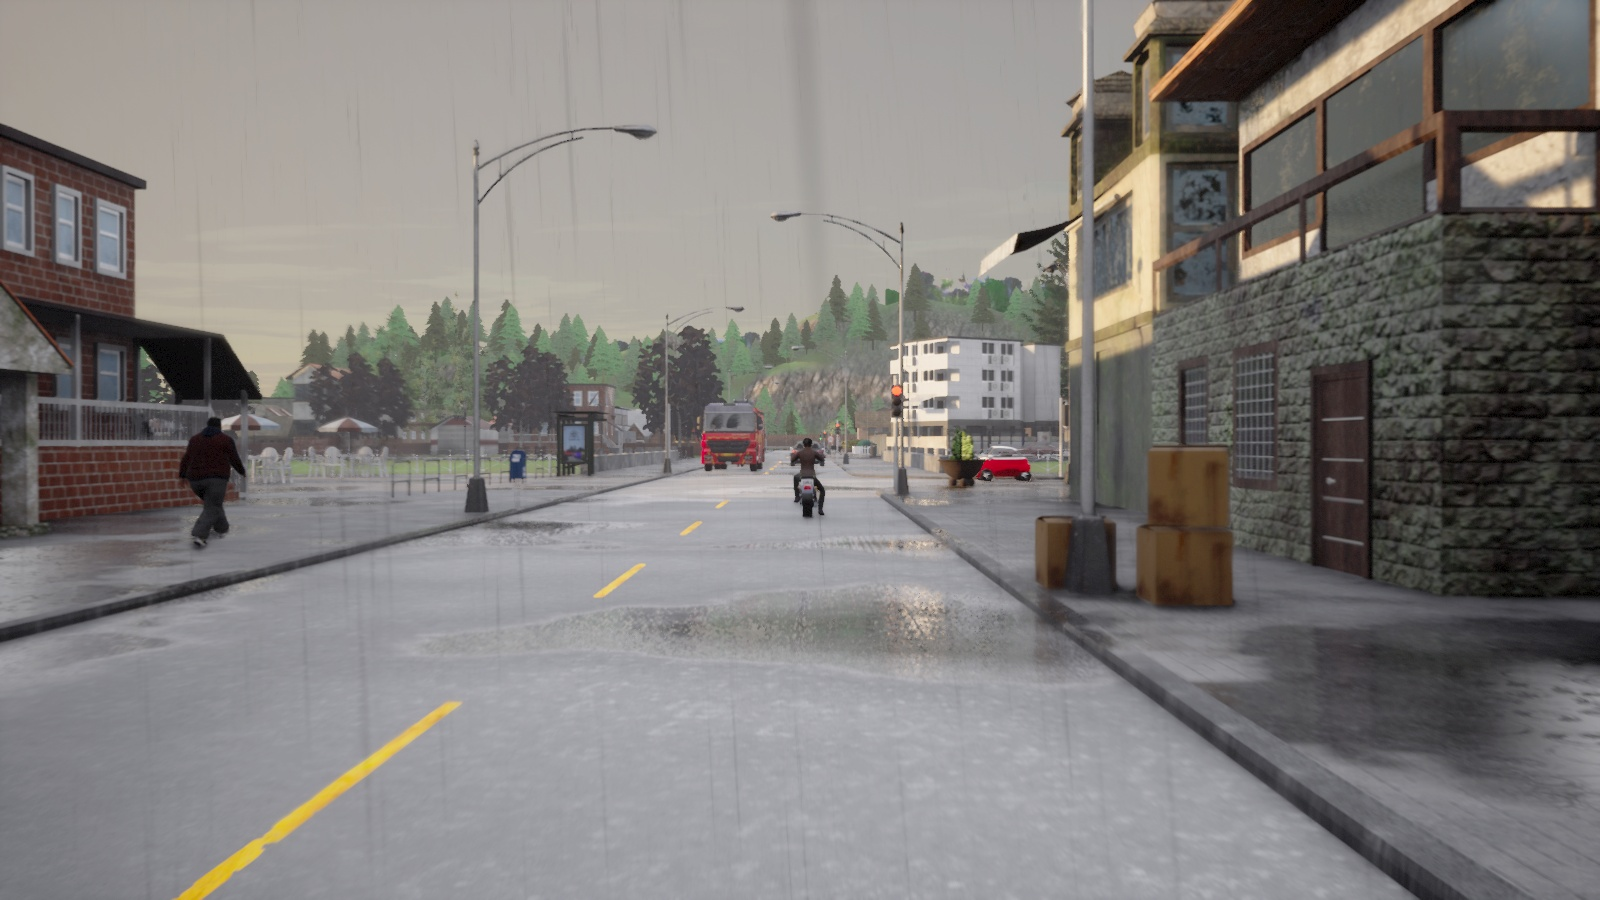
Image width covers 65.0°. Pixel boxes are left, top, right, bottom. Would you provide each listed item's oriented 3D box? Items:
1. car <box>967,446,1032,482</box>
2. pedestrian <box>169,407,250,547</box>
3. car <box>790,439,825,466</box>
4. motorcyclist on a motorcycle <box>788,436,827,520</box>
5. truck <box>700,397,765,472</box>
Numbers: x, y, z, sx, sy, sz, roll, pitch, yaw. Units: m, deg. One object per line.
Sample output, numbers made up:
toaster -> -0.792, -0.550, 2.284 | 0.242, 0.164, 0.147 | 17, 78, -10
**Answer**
car -> 7.684, 0.534, 48.500 | 2.207, 1.376, 1.481 | 0, 0, -2
pedestrian -> -8.018, 0.353, 17.087 | 0.634, 1.844, 0.899 | 0, 0, 5
car -> 0.476, 0.134, 81.063 | 2.242, 1.667, 4.611 | 0, 0, 0
motorcyclist on a motorcycle -> 0.157, 0.552, 25.799 | 0.766, 1.649, 2.350 | 0, 0, 1
truck -> -3.559, -0.806, 68.263 | 2.891, 3.827, 8.468 | 0, 0, 2
